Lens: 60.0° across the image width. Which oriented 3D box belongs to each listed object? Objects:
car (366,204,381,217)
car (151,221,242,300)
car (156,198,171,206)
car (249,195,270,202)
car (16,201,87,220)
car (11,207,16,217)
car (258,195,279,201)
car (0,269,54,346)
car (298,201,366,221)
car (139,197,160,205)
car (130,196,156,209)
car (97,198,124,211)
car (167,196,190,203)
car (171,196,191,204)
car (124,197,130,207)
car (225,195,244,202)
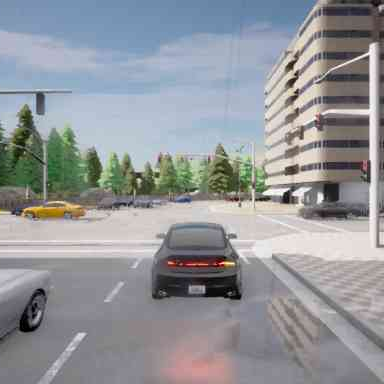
[{"bbox_3d":[14.601,1.603,31.061,5.357,1.411,2.033,0,0,0],"label":"car"},{"bbox_3d":[0.116,1.505,8.390,1.837,1.490,4.892,0,0,1],"label":"car"},{"bbox_3d":[-5.631,1.601,56.257,1.895,1.301,4.718,0,0,14],"label":"car"},{"bbox_3d":[15.183,1.595,74.838,4.718,1.301,1.895,0,0,-33],"label":"car"},{"bbox_3d":[-11.325,1.512,27.466,5.008,1.535,1.882,0,0,0],"label":"car"},{"bbox_3d":[-14.285,1.576,30.944,4.674,1.442,1.812,0,0,0],"label":"car"},{"bbox_3d":[18.507,1.500,80.625,4.892,1.490,1.837,0,0,-22],"label":"car"},{"bbox_3d":[-3.426,1.601,3.869,1.895,1.301,4.718,0,0,0],"label":"car"},{"bbox_3d":[11.227,1.560,27.420,4.892,1.490,1.837,0,0,-3],"label":"car"},{"bbox_3d":[-7.740,1.601,61.412,1.895,1.301,4.718,0,0,20],"label":"car"},{"bbox_3d":[-6.757,1.352,46.477,2.097,1.767,4.553,0,0,3],"label":"car"},{"bbox_3d":[-10.399,1.505,41.671,1.837,1.490,4.892,0,0,2],"label":"car"},{"bbox_3d":[-2.862,1.540,71.482,2.033,1.411,5.357,0,0,34],"label":"car"},{"bbox_3d":[-1.900,1.478,66.060,1.882,1.535,5.008,0,0,28],"label":"car"},{"bbox_3d":[-9.961,1.547,51.367,2.033,1.411,5.357,0,0,6],"label":"car"},{"bbox_3d":[9.710,1.478,75.109,5.008,1.535,1.882,0,0,-41],"label":"car"}]
